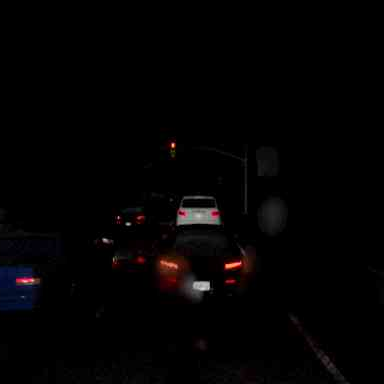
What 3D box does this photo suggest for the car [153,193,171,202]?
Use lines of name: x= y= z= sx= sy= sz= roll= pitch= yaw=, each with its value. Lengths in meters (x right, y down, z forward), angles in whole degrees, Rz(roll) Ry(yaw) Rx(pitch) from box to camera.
car: x=-5.852 y=1.110 z=65.039 sx=1.882 sy=1.535 sz=5.008 roll=0 pitch=1 yaw=2

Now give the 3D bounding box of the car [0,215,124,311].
car: x=-3.312 y=1.523 z=7.999 sx=2.033 sy=1.411 sz=5.357 roll=0 pitch=0 yaw=1

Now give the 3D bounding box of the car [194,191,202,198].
car: x=1.608 y=0.642 z=87.199 sx=2.097 sy=1.767 sz=4.553 roll=0 pitch=1 yaw=1

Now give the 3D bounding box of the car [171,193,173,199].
car: x=-5.500 y=0.972 z=81.033 sx=1.994 sy=1.385 sz=4.181 roll=0 pitch=1 yaw=1

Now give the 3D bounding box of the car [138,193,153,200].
car: x=-9.349 y=1.159 z=64.979 sx=1.812 sy=1.442 sz=4.674 roll=0 pitch=1 yaw=2

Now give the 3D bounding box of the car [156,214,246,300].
car: x=0.201 y=1.501 z=8.230 sx=1.812 sy=1.442 sz=4.674 roll=0 pitch=0 yaw=1

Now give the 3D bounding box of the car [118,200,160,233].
car: x=-3.121 y=1.445 z=19.158 sx=1.812 sy=1.442 sz=4.674 roll=0 pitch=0 yaw=3

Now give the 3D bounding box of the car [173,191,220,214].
car: x=0.358 y=1.148 z=17.966 sx=2.150 sy=2.045 sz=5.566 roll=0 pitch=0 yaw=1

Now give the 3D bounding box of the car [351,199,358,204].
car: x=23.507 y=1.116 z=44.134 sx=4.553 sy=1.767 sz=2.097 roll=0 pitch=0 yaw=-2

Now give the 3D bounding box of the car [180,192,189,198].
car: x=-1.902 y=0.837 z=86.534 sx=2.033 sy=1.411 sz=5.357 roll=0 pitch=1 yaw=1
